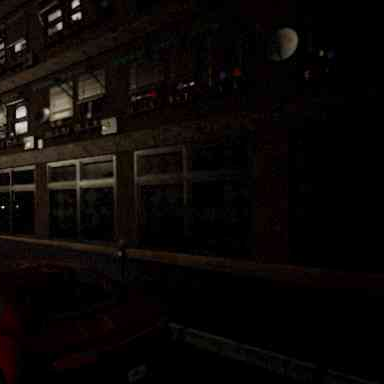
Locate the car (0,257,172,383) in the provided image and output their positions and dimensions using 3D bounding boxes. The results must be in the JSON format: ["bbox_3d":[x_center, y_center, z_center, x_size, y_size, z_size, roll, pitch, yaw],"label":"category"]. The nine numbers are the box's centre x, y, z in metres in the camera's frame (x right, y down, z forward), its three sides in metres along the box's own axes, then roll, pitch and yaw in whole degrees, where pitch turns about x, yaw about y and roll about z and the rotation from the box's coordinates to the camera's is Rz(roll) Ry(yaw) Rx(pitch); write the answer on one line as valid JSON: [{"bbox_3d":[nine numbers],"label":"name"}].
[{"bbox_3d":[-2.327,1.555,4.397,4.507,1.381,1.887,0,-1,35],"label":"car"}]
